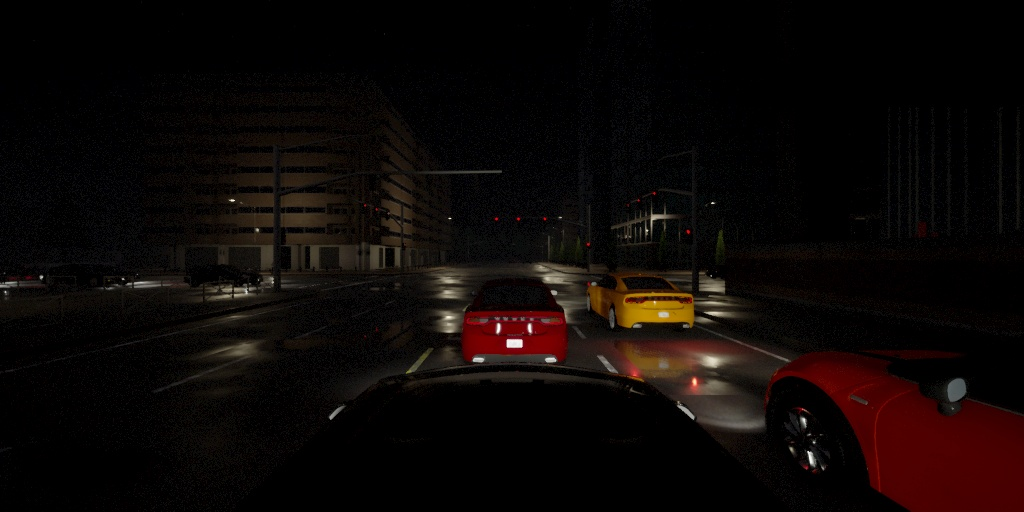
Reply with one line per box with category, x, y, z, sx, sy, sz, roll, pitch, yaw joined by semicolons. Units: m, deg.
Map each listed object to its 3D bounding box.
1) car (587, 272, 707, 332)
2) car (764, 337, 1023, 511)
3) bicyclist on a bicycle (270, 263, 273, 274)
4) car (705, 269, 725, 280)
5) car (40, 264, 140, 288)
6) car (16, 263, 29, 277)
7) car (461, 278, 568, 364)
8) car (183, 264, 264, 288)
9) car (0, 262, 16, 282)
car;3.582;1.228;10.898;1.882;1.535;5.008;0;0;0
car;3.600;1.102;1.752;2.097;1.767;4.553;0;0;0
bicyclist on a bicycle;-25.518;1.106;38.671;0.582;1.620;1.656;0;0;0
car;19.537;1.406;31.195;4.718;1.301;1.895;0;0;0
car;-28.657;1.310;24.201;4.892;1.490;1.837;0;0;0
car;-50.330;1.297;34.946;4.902;1.511;2.128;0;0;1
car;0.062;1.228;8.125;1.882;1.535;5.008;0;0;0
car;-19.417;1.331;24.180;4.674;1.442;1.812;0;0;0
car;-42.236;1.331;27.776;4.674;1.442;1.812;0;0;0
